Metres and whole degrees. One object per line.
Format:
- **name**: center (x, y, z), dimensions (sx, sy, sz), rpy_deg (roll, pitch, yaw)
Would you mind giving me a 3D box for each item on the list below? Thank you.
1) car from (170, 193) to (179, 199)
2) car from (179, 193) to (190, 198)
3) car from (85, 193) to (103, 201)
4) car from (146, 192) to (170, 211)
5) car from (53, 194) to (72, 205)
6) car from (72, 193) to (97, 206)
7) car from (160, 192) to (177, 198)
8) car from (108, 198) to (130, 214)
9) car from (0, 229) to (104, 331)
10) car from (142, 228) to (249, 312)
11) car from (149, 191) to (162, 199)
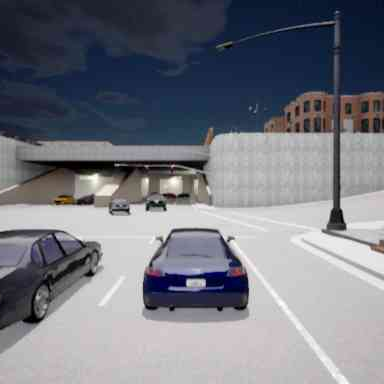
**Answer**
- **car**: center (-4.748, 0.901, 75.367), dimensions (1.812, 1.442, 4.674), rpy_deg (0, 0, 6)
- **car**: center (-2.090, 0.848, 85.050), dimensions (1.994, 1.385, 4.181), rpy_deg (0, 1, 28)
- **car**: center (-18.737, 0.965, 64.041), dimensions (2.128, 1.511, 4.902), rpy_deg (0, 1, -1)
- **car**: center (-3.826, 1.049, 36.634), dimensions (2.097, 1.767, 4.553), rpy_deg (0, 0, -3)
- **car**: center (-18.391, 1.082, 47.938), dimensions (1.882, 1.535, 5.008), rpy_deg (0, 1, -1)
- **car**: center (-14.881, 1.155, 47.464), dimensions (2.033, 1.411, 5.357), rpy_deg (0, 0, -1)
- **car**: center (-5.951, 0.816, 84.936), dimensions (2.033, 1.411, 5.357), rpy_deg (0, 1, 24)
- **car**: center (-6.908, 1.286, 31.624), dimensions (2.033, 1.411, 5.357), rpy_deg (0, 0, -15)
- **car**: center (-3.426, 1.489, 6.975), dimensions (2.033, 1.411, 5.357), rpy_deg (0, 0, 0)
- **car**: center (0.075, 1.500, 7.673), dimensions (1.994, 1.385, 4.181), rpy_deg (0, 0, 0)
- **car**: center (-8.272, 0.732, 75.250), dimensions (2.097, 1.767, 4.553), rpy_deg (0, 0, 6)
